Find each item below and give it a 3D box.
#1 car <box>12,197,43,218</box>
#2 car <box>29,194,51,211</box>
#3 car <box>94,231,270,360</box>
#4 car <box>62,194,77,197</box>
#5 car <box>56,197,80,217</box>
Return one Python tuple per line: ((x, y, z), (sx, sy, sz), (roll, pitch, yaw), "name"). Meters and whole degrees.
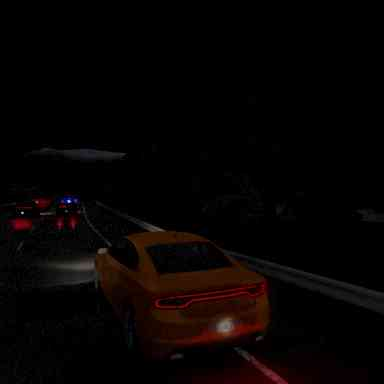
((-15.010, 1.505, 30.175), (1.837, 1.490, 4.892), (0, 0, -19), "car")
((-18.397, 1.221, 40.080), (2.150, 2.045, 5.566), (0, 0, -19), "car")
((-0.621, 1.478, 6.291), (1.882, 1.535, 5.008), (0, 0, -24), "car")
((-15.228, 1.221, 41.464), (2.150, 2.045, 5.566), (0, 0, -18), "car")
((-11.831, 1.492, 31.556), (2.128, 1.511, 4.902), (0, 0, -19), "car")
